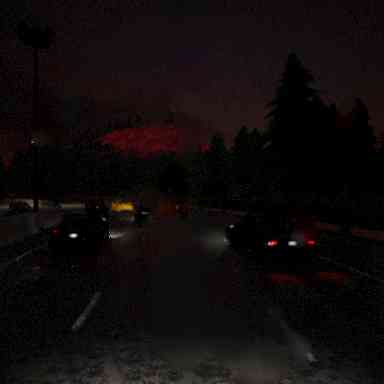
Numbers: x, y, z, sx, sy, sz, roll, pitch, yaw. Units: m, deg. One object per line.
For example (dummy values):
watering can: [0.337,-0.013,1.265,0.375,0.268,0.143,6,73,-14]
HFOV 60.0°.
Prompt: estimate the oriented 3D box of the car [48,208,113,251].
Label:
car: [-4.781,1.627,14.527,1.994,1.385,4.181,0,0,-9]

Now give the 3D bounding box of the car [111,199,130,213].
car: [-8.579,1.639,40.326,1.882,1.535,5.008,0,0,-23]

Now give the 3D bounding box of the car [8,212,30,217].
car: [-17.273,1.684,33.483,1.812,1.442,4.674,0,0,-22]

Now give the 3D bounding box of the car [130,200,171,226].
car: [-3.153,1.584,24.121,2.128,1.511,4.902,0,0,-13]

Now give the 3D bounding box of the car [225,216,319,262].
car: [2.652,1.585,12.349,2.033,1.411,5.357,0,0,-7]

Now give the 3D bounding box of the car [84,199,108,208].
car: [-9.845,1.495,34.050,2.097,1.767,4.553,0,0,-20]

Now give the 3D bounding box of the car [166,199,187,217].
car: [-2.057,1.473,32.899,2.097,1.767,4.553,0,0,-18]
